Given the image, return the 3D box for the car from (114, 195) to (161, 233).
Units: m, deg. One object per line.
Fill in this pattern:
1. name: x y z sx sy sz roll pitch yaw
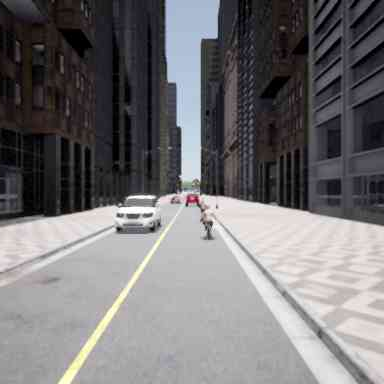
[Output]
1. car: -3.104 1.228 20.204 2.150 2.045 5.566 0 0 0

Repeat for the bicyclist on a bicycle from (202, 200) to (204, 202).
1. bicyclist on a bicycle: 0.822 1.462 24.984 0.582 1.620 1.656 0 0 0

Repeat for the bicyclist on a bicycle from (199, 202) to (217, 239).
1. bicyclist on a bicycle: 0.803 1.443 16.289 0.866 1.612 1.509 0 0 0

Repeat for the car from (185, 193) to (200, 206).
1. car: 0.076 1.234 55.654 2.150 2.045 5.566 0 0 0

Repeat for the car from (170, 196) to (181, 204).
1. car: -3.042 1.539 61.859 1.812 1.442 4.674 0 0 1

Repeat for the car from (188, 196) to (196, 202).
1. car: -0.013 1.606 74.422 1.895 1.301 4.718 0 0 0
